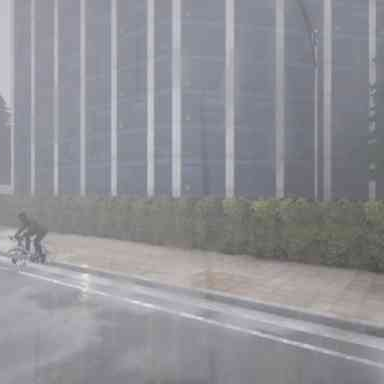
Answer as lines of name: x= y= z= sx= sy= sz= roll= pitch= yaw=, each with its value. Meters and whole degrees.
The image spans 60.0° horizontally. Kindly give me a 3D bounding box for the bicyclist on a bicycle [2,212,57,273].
bicyclist on a bicycle: x=-4.605 y=1.385 z=9.460 sx=0.582 sy=1.620 sz=1.656 roll=0 pitch=4 yaw=34
